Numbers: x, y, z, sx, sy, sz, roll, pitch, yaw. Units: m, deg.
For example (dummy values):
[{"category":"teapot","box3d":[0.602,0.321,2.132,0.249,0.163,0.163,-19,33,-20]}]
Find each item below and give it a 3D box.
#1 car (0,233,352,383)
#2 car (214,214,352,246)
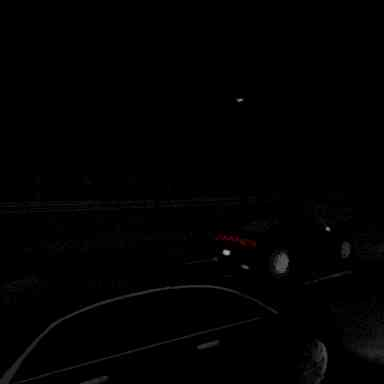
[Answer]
[{"category":"car","box3d":[-0.406,1.492,3.457,4.892,1.490,1.837,0,0,-36]},{"category":"car","box3d":[2.911,1.412,10.124,5.008,1.535,1.882,-1,0,-36]}]
